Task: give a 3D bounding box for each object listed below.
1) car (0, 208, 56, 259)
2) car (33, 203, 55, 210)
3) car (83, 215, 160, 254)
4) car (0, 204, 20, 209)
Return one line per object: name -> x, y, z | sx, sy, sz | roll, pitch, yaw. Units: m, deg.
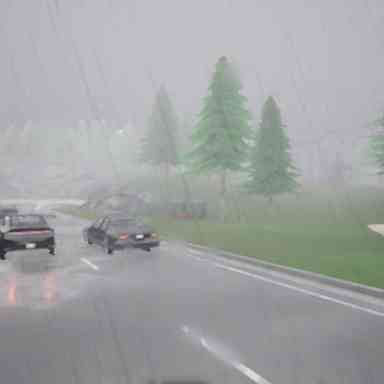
car -> -6.777, 1.647, 13.471 | 2.128, 1.511, 4.902 | 0, -1, -31
car -> -15.414, 1.918, 34.576 | 1.812, 1.442, 4.674 | 0, -1, -31
car -> -3.211, 1.705, 14.333 | 2.033, 1.411, 5.357 | 0, -1, -31
car -> -16.195, 1.841, 29.090 | 1.837, 1.490, 4.892 | 0, -1, -31
